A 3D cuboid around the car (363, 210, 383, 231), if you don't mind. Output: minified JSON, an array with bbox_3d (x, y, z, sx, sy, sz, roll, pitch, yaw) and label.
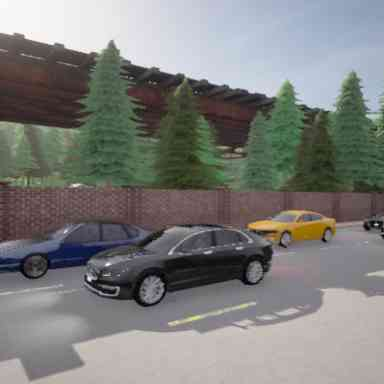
[{"bbox_3d":[12.963,1.856,21.548,4.181,1.385,1.994,1,0,-34],"label":"car"}]

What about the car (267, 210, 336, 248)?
[{"bbox_3d":[4.832,1.641,15.891,5.008,1.535,1.882,1,0,-35],"label":"car"}]

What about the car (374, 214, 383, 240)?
[{"bbox_3d":[11.009,1.832,15.889,4.718,1.301,1.895,1,0,-34],"label":"car"}]

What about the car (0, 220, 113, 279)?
[{"bbox_3d":[-3.195,1.583,10.289,5.357,1.411,2.033,1,0,-35],"label":"car"}]

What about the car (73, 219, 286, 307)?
[{"bbox_3d":[-0.097,1.561,8.183,4.892,1.490,1.837,1,-1,-35],"label":"car"}]
